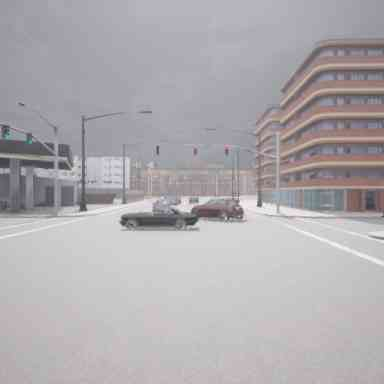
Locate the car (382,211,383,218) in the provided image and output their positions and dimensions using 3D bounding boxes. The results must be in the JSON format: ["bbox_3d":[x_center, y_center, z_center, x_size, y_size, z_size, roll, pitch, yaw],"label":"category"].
[{"bbox_3d":[16.235,1.597,23.642,4.718,1.301,1.895,0,0,1],"label":"car"}]

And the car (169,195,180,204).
[{"bbox_3d":[-3.133,1.346,44.927,2.097,1.767,4.553,0,0,0],"label":"car"}]

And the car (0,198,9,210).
[{"bbox_3d":[-23.943,1.450,39.401,3.806,1.475,1.970,0,0,1],"label":"car"}]

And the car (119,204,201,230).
[{"bbox_3d":[-1.987,1.598,20.325,4.718,1.301,1.895,0,0,1],"label":"car"}]

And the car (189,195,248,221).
[{"bbox_3d":[2.036,1.348,27.192,4.553,1.767,2.097,0,0,45],"label":"car"}]

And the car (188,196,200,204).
[{"bbox_3d":[0.345,1.482,63.710,2.128,1.511,4.902,0,0,0],"label":"car"}]

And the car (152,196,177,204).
[{"bbox_3d":[-3.076,1.486,35.209,2.128,1.511,4.902,0,0,0],"label":"car"}]

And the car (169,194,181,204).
[{"bbox_3d":[-3.208,1.343,65.098,2.097,1.767,4.553,0,0,0],"label":"car"}]
